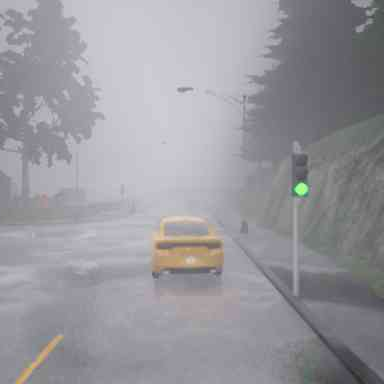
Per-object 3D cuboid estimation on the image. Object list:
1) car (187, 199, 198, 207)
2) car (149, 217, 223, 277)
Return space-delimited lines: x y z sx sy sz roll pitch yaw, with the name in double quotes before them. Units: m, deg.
"car" 0.094 1.750 54.864 1.895 1.301 4.718 0 0 0
"car" -0.326 1.506 10.486 1.882 1.535 5.008 0 0 -7
